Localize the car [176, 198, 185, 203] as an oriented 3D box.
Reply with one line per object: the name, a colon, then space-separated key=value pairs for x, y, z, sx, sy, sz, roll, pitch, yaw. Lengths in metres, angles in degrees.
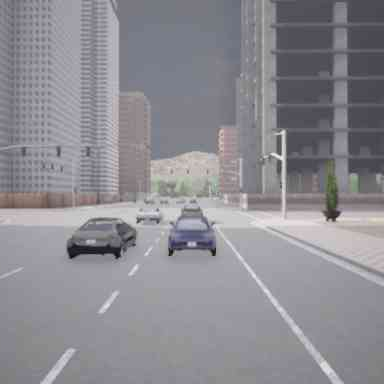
car: x=-3.206 y=2.554 z=89.022 sx=1.895 sy=1.301 sz=4.718 roll=0 pitch=-1 yaw=1

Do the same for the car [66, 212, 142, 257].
car: x=-3.485 y=1.713 z=13.533 sx=1.994 sy=1.385 sz=4.181 roll=0 pitch=-1 yaw=0

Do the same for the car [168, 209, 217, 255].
car: x=0.018 y=1.677 z=13.877 sx=1.812 sy=1.442 sz=4.674 roll=0 pitch=0 yaw=0

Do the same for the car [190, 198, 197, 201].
car: x=0.296 y=2.488 z=89.158 sx=1.812 sy=1.442 sz=4.674 roll=0 pitch=-1 yaw=1

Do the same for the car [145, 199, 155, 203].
car: x=-10.327 y=2.434 z=81.370 sx=1.994 sy=1.385 sz=4.181 roll=0 pitch=-1 yaw=1

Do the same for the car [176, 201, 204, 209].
car: x=-0.003 y=1.803 z=28.514 sx=2.128 sy=1.511 sz=4.902 roll=0 pitch=0 yaw=0

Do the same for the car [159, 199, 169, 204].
car: x=-6.828 y=2.359 z=81.316 sx=1.882 sy=1.535 sz=5.008 roll=0 pitch=-1 yaw=1

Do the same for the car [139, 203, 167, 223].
car: x=-3.504 y=1.908 z=28.236 sx=1.895 sy=1.301 sz=4.718 roll=0 pitch=-1 yaw=0
